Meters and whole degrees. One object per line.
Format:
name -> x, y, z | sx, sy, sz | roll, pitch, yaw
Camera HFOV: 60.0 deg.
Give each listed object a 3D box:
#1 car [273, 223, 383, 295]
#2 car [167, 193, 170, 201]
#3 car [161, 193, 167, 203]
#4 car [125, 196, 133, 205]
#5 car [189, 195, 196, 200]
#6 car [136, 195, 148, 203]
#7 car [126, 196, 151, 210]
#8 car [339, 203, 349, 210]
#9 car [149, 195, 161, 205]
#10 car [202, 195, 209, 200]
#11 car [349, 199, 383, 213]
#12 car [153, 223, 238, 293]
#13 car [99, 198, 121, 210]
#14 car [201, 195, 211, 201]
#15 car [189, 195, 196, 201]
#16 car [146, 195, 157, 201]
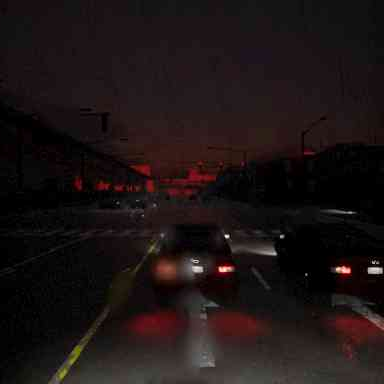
car -> 3.582, 1.547, 8.854 | 2.033, 1.411, 5.357 | 0, 0, 2
car -> -6.789, 1.217, 85.168 | 2.150, 2.045, 5.566 | 0, 0, 0
car -> -6.827, 1.478, 69.886 | 1.882, 1.535, 5.008 | 0, 0, 0
car -> -10.433, 1.506, 58.250 | 1.837, 1.490, 4.892 | 0, 0, 0
car -> 0.232, 1.500, 93.755 | 1.837, 1.490, 4.892 | 0, 0, 0
car -> -10.328, 1.478, 69.216 | 1.882, 1.535, 5.008 | 0, 0, 0
car -> -6.988, 1.601, 44.148 | 1.895, 1.301, 4.718 | 0, 0, 0
car -> 20.634, 1.547, 39.879 | 5.357, 1.411, 2.033 | 0, 0, 0
car -> -6.938, 1.601, 57.722 | 1.895, 1.301, 4.718 | 0, 0, 0
car -> 3.733, 1.524, 94.009 | 1.812, 1.442, 4.674 | 0, 0, 0
car -> 20.050, 1.564, 36.375 | 4.181, 1.385, 1.994 | 0, 0, 0
car -> 0.091, 1.547, 8.962 | 2.033, 1.411, 5.357 | 0, 0, 0
car -> -10.492, 1.477, 42.691 | 1.882, 1.535, 5.008 | 0, 0, 0
car -> 3.709, 1.553, 84.194 | 1.994, 1.385, 4.181 | 0, 0, 0
car -> 0.207, 1.540, 83.246 | 2.033, 1.411, 5.357 | 0, 0, 0
car -> -10.291, 1.533, 84.374 | 2.033, 1.411, 5.357 | 0, 0, 0
